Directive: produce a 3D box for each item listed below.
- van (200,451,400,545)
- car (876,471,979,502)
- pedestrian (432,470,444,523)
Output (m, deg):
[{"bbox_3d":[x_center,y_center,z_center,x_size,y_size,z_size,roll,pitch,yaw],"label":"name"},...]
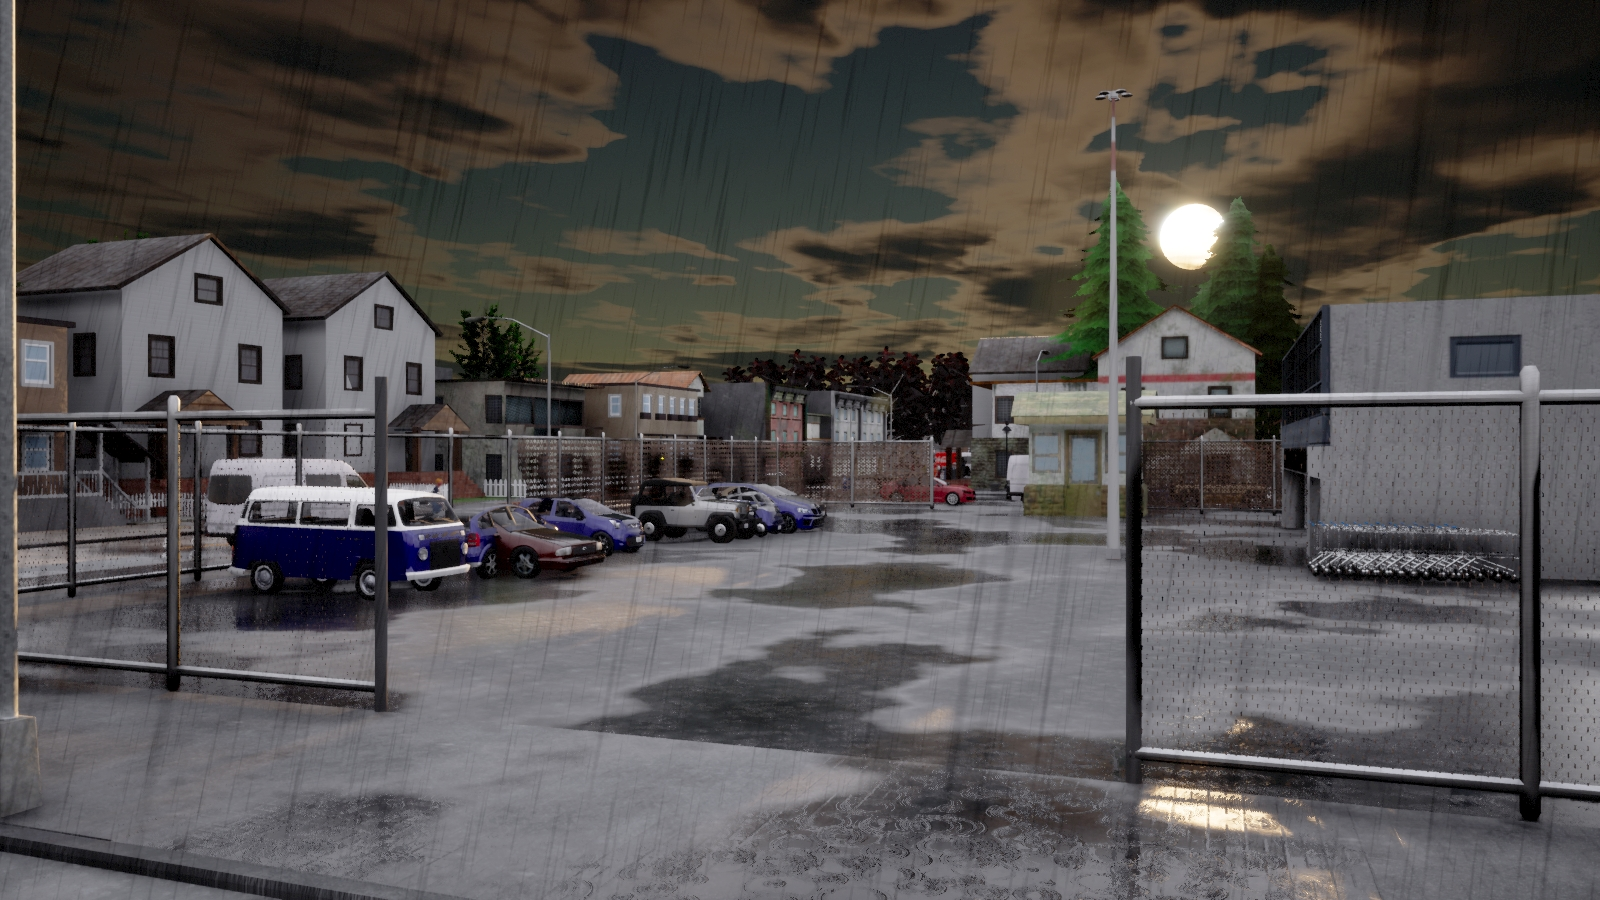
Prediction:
[{"bbox_3d":[-14.863,1.319,34.444,1.988,2.561,5.915,0,0,20],"label":"van"},{"bbox_3d":[6.523,1.843,58.394,4.892,1.480,2.231,0,0,19],"label":"car"},{"bbox_3d":[-12.839,1.633,40.510,0.375,1.860,0.375,0,0,-10],"label":"pedestrian"}]
